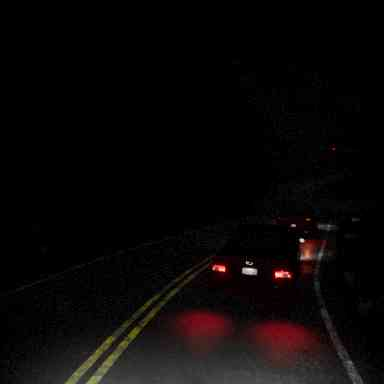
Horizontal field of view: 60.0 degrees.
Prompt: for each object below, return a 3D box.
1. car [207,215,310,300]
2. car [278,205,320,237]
[{"bbox_3d":[1.868,1.549,8.661,2.033,1.411,5.357,2,0,18],"label":"car"},{"bbox_3d":[5.948,1.486,18.509,1.882,1.535,5.008,2,1,23],"label":"car"}]
